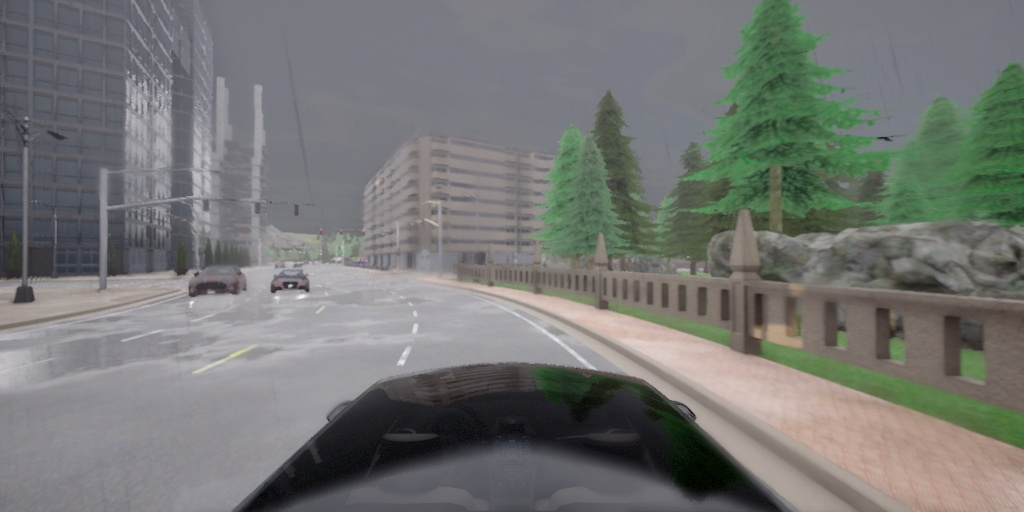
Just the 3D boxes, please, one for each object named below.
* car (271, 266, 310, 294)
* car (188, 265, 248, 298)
[{"bbox_3d":[-13.863,1.563,22.582,1.994,1.385,4.181,0,-1,-30],"label":"car"},{"bbox_3d":[-16.856,1.340,20.768,2.097,1.767,4.553,0,-1,-30],"label":"car"}]
